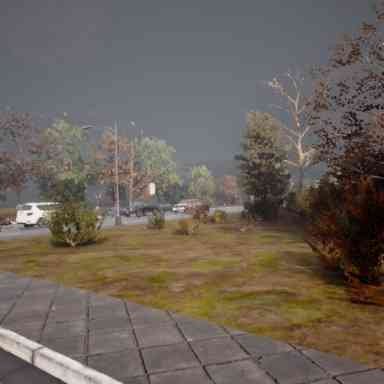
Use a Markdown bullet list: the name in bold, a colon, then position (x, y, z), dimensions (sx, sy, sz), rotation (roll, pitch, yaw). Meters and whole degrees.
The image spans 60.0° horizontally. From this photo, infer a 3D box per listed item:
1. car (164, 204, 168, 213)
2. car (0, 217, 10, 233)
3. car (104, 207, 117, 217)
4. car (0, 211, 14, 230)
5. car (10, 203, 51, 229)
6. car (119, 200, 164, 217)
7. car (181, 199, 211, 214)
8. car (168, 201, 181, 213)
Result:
- **car**: position (-4.582, 2.606, 52.687), dimensions (2.128, 1.511, 4.902), rotation (-3, -2, 32)
- **car**: position (-13.596, 2.022, 19.081), dimensions (1.837, 1.490, 4.892), rotation (-3, -2, 35)
- **car**: position (-10.041, 2.614, 44.051), dimensions (1.994, 1.385, 4.181), rotation (-3, -2, 32)
- **car**: position (-17.322, 2.387, 26.301), dimensions (2.033, 1.411, 5.357), rotation (-3, -2, 34)
- **car**: position (-11.749, 1.903, 28.033), dimensions (2.150, 2.045, 5.566), rotation (-3, -2, 33)
- **car**: position (-6.471, 2.123, 43.185), dimensions (2.150, 2.045, 5.566), rotation (-3, -2, 32)
- **car**: position (0.905, 2.140, 47.988), dimensions (2.097, 1.767, 4.553), rotation (-3, -2, 32)
- **car**: position (-0.796, 2.192, 52.141), dimensions (2.150, 2.045, 5.566), rotation (-3, -2, 33)
